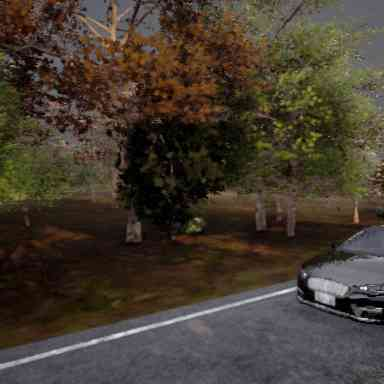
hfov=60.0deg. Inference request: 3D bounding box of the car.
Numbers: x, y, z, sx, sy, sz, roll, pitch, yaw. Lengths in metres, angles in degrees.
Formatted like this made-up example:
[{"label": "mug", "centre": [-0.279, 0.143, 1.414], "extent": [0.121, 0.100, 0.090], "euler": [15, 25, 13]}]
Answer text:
[{"label": "car", "centre": [4.231, 1.465, 6.826], "extent": [4.902, 1.511, 2.128], "euler": [-1, 0, -33]}]
